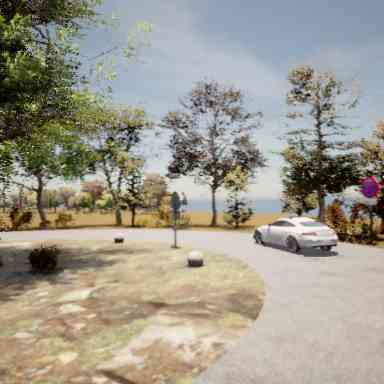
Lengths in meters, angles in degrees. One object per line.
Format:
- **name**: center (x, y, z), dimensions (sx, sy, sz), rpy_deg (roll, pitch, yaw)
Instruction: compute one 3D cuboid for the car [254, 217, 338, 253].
- **car**: center (4.665, 1.896, 15.510), dimensions (1.812, 1.442, 4.674), rpy_deg (0, -2, -18)
